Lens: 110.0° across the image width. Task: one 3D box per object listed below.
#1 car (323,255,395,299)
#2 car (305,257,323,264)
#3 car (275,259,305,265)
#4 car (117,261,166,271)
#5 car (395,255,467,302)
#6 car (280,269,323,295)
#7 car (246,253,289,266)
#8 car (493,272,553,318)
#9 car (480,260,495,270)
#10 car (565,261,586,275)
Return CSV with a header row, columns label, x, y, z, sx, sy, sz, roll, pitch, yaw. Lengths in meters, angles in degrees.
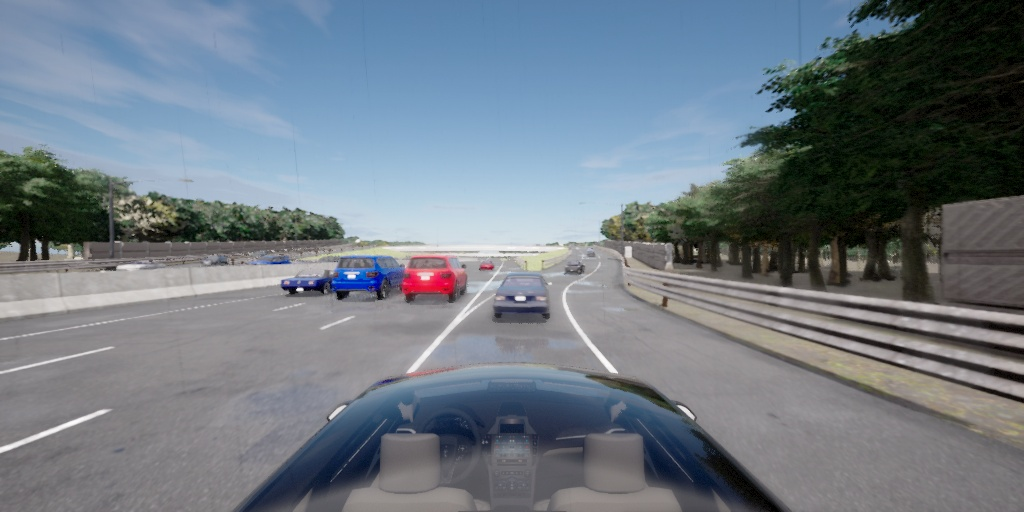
label,x,y,z,sx,sy,sz,roll,pitch,yaw
car,-6.889,0.976,18.080,2.150,2.045,5.566,0,0,0
car,-21.132,0.982,41.765,2.150,2.045,5.566,0,0,0
car,-24.631,1.307,41.802,2.033,1.411,5.357,0,0,0
car,-38.465,1.157,37.319,1.895,1.301,4.718,0,1,-20
car,-3.488,0.979,17.116,2.150,2.045,5.566,0,0,0
car,-10.389,1.356,19.784,1.895,1.301,4.718,0,0,0
car,-28.126,0.981,41.660,2.150,2.045,5.566,0,0,0
car,0.477,1.300,13.058,2.033,1.411,5.357,0,0,5
car,-3.605,1.306,52.751,1.994,1.385,4.181,0,0,0
car,7.101,1.271,40.158,2.128,1.511,4.902,0,1,18
